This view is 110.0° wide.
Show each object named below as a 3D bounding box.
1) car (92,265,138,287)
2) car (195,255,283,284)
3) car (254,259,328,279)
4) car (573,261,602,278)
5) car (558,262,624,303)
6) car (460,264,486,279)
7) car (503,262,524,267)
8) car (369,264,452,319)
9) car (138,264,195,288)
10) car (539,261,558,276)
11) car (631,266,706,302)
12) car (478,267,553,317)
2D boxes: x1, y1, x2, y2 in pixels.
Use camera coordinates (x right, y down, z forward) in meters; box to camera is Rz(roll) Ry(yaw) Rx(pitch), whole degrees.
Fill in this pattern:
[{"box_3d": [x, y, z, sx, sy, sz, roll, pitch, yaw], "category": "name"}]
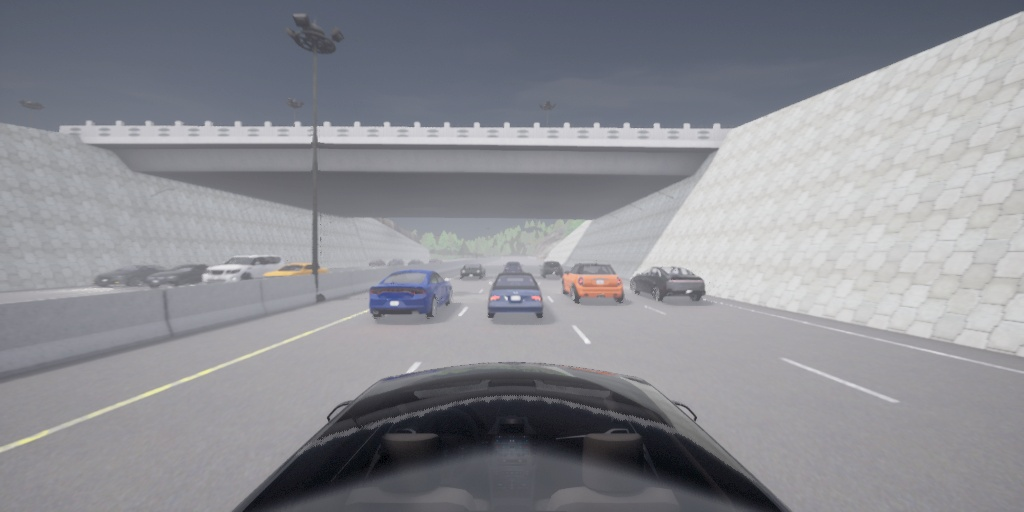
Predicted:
[{"box_3d": [-24.578, 1.279, 23.634, 1.994, 1.385, 4.181, 0, 0, 0], "category": "car"}, {"box_3d": [-17.579, 0.939, 24.057, 2.150, 2.045, 5.566, 0, 0, 0], "category": "car"}, {"box_3d": [-14.079, 1.198, 23.599, 1.882, 1.535, 5.008, 0, 0, 0], "category": "car"}, {"box_3d": [7.116, 1.244, 34.138, 1.812, 1.442, 4.674, 0, 0, 0], "category": "car"}, {"box_3d": [3.611, 1.087, 16.793, 2.097, 1.767, 4.553, 0, 0, 0], "category": "car"}, {"box_3d": [-3.374, 1.317, 31.829, 1.895, 1.301, 4.718, 0, 0, 0], "category": "car"}, {"box_3d": [0.116, 1.241, 34.150, 1.812, 1.442, 4.674, 0, 0, 0], "category": "car"}, {"box_3d": [-3.395, 1.214, 12.849, 1.882, 1.535, 5.008, 0, 0, 0], "category": "car"}, {"box_3d": [-21.079, 1.243, 23.533, 1.812, 1.442, 4.674, 0, 0, 0], "category": "car"}, {"box_3d": [3.628, 1.222, 33.435, 1.837, 1.490, 4.892, 0, 0, 0], "category": "car"}, {"box_3d": [7.112, 1.229, 16.832, 2.128, 1.511, 4.902, 0, 0, 0], "category": "car"}, {"box_3d": [0.108, 1.285, 13.053, 2.033, 1.411, 5.357, 0, 0, 0], "category": "car"}]
